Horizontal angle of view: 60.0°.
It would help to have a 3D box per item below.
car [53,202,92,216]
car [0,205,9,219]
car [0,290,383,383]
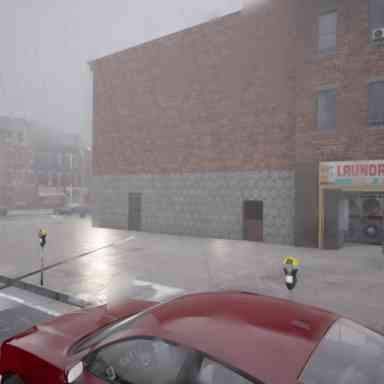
[{"bbox_3d":[-13.277,1.918,38.644,2.033,1.411,5.357,1,0,35],"label":"car"},{"bbox_3d":[-19.334,1.725,30.185,2.128,1.511,4.902,1,0,36],"label":"car"},{"bbox_3d":[0.145,1.544,2.694,4.507,1.381,1.887,0,1,36],"label":"car"}]
